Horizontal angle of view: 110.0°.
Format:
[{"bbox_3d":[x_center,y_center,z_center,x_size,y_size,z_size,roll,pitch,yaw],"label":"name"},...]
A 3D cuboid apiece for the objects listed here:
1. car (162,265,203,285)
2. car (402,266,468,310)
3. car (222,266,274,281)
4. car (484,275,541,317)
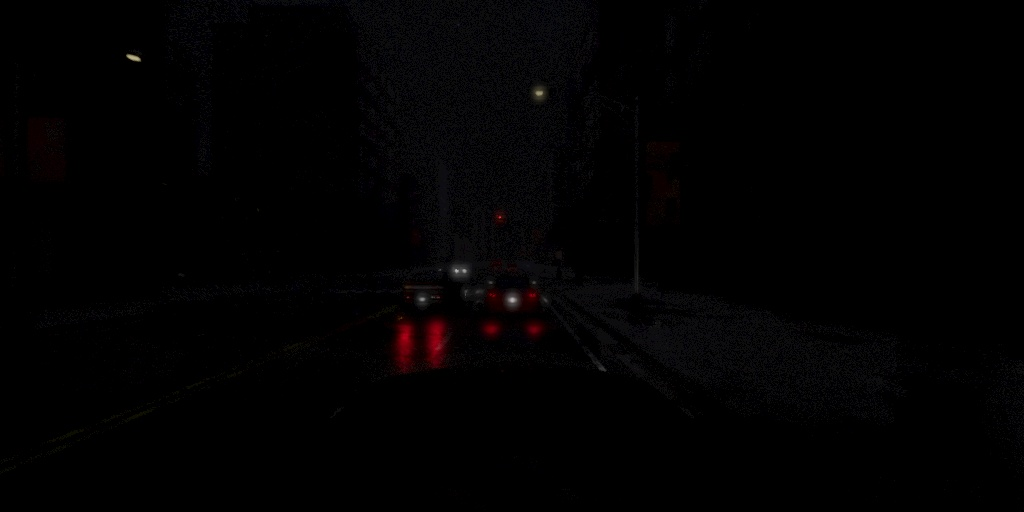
[{"bbox_3d":[-25.396,1.411,26.502,4.097,1.591,1.967,0,0,0],"label":"car"},{"bbox_3d":[-3.215,1.375,15.370,2.128,1.511,4.902,0,0,1],"label":"car"},{"bbox_3d":[-25.347,1.645,34.526,4.313,1.339,1.948,0,0,0],"label":"car"},{"bbox_3d":[0.015,1.430,13.718,1.994,1.385,4.181,0,-1,0],"label":"car"}]
